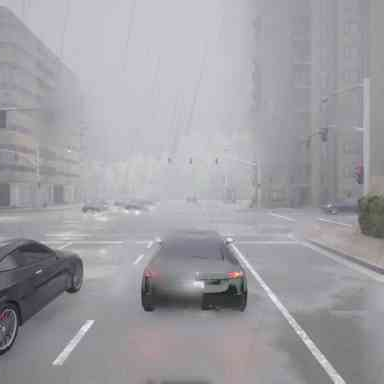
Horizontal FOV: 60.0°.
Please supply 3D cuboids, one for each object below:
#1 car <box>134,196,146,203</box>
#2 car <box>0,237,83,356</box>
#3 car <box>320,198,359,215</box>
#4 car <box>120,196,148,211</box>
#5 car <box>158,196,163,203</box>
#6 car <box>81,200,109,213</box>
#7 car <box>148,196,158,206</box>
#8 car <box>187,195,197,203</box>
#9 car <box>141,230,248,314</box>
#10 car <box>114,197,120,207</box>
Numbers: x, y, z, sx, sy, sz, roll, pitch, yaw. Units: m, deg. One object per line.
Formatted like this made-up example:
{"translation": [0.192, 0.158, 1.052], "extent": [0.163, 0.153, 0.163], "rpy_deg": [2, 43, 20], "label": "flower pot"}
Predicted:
{"translation": [-10.649, 1.525, 68.128], "extent": [1.812, 1.442, 4.674], "rpy_deg": [0, 0, 0], "label": "car"}
{"translation": [-3.460, 1.526, 5.912], "extent": [1.812, 1.442, 4.674], "rpy_deg": [0, 0, 0], "label": "car"}
{"translation": [15.512, 1.352, 33.754], "extent": [4.553, 1.767, 2.097], "rpy_deg": [0, 0, 1], "label": "car"}
{"translation": [-7.184, 1.547, 41.847], "extent": [2.033, 1.411, 5.357], "rpy_deg": [0, 0, 0], "label": "car"}
{"translation": [-7.146, 1.559, 69.069], "extent": [1.895, 1.301, 4.718], "rpy_deg": [0, 0, 0], "label": "car"}
{"translation": [-10.676, 1.548, 37.195], "extent": [2.033, 1.411, 5.357], "rpy_deg": [0, 0, 0], "label": "car"}
{"translation": [-7.198, 1.505, 54.120], "extent": [1.837, 1.490, 4.892], "rpy_deg": [0, 0, 0], "label": "car"}
{"translation": [-0.049, 1.352, 69.755], "extent": [2.097, 1.767, 4.553], "rpy_deg": [0, 0, 0], "label": "car"}
{"translation": [0.049, 1.564, 7.714], "extent": [1.994, 1.385, 4.181], "rpy_deg": [0, 0, 0], "label": "car"}
{"translation": [-10.698, 1.502, 51.225], "extent": [1.837, 1.490, 4.892], "rpy_deg": [0, 1, 0], "label": "car"}
